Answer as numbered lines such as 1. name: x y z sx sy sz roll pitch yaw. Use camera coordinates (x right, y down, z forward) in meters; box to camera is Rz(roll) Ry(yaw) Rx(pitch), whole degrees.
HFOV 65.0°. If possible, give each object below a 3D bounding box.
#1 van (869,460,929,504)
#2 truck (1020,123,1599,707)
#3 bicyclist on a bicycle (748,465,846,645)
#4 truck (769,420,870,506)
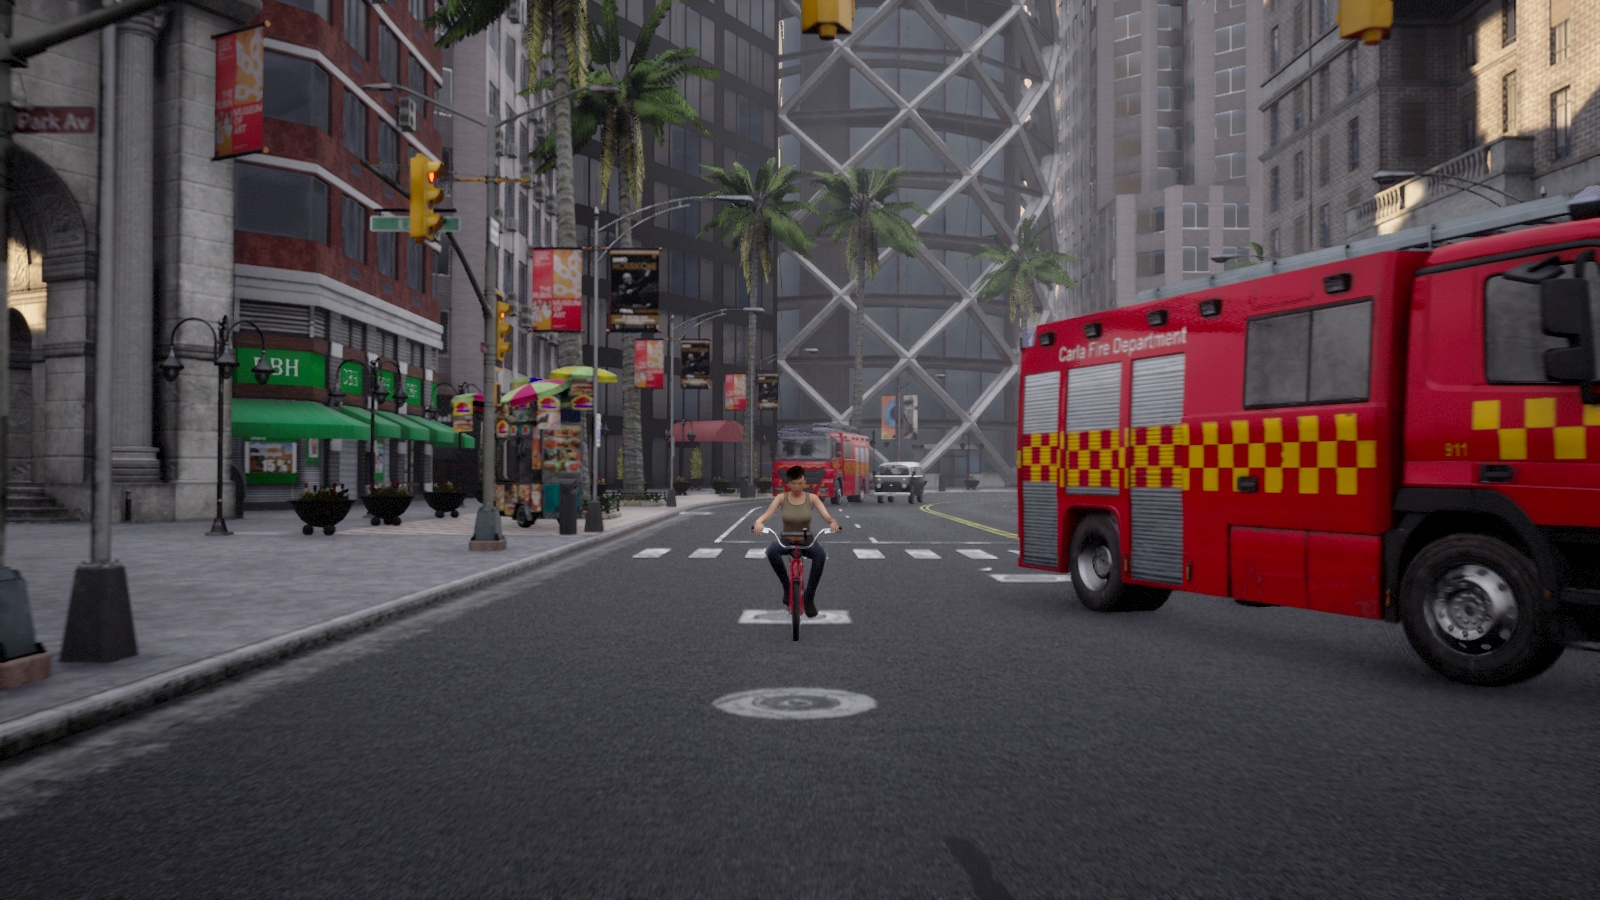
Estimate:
1. van: 4.868 1.542 61.149 2.069 2.038 4.480 -1 -1 15
2. truck: 5.485 -0.172 11.931 2.891 3.827 8.468 0 -1 -19
3. bicyclist on a bicycle: -0.025 0.952 12.005 0.866 1.612 1.509 0 -1 0
4. truck: 1.079 0.658 60.488 2.891 3.827 8.468 -1 -1 15
